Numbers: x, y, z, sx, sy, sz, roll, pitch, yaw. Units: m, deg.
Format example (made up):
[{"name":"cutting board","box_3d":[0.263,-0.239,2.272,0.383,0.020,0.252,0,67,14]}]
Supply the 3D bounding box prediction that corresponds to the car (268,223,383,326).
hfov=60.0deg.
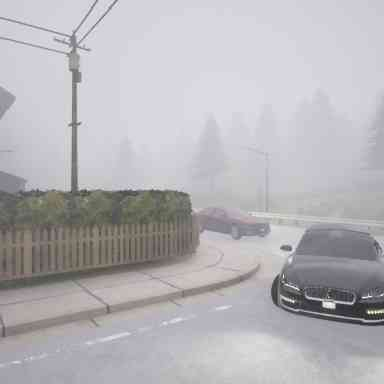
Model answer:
[{"name":"car","box_3d":[3.208,1.505,7.333,1.837,1.490,4.892,0,0,27]}]

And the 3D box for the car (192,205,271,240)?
[{"name":"car","box_3d":[1.909,1.478,17.469,1.882,1.535,5.008,0,0,-33]}]
